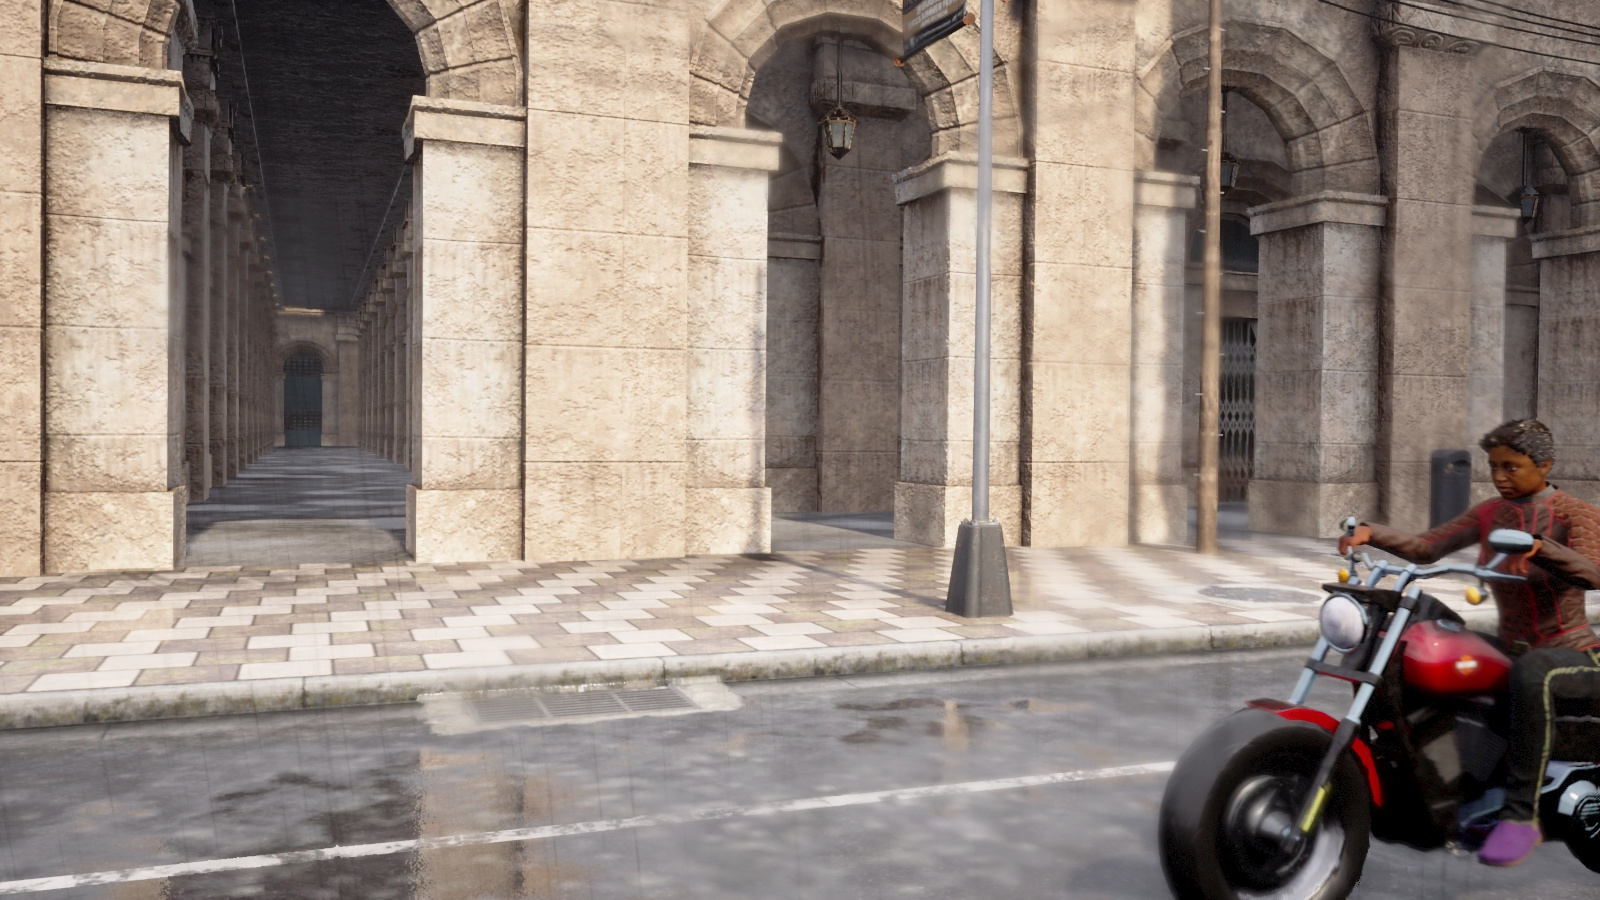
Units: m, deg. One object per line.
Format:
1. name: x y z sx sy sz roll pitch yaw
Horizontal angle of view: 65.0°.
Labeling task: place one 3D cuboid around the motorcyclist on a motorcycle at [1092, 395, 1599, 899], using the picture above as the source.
1. motorcyclist on a motorcycle: 2.179 0.658 4.090 2.350 1.649 0.766 -1 1 -21
